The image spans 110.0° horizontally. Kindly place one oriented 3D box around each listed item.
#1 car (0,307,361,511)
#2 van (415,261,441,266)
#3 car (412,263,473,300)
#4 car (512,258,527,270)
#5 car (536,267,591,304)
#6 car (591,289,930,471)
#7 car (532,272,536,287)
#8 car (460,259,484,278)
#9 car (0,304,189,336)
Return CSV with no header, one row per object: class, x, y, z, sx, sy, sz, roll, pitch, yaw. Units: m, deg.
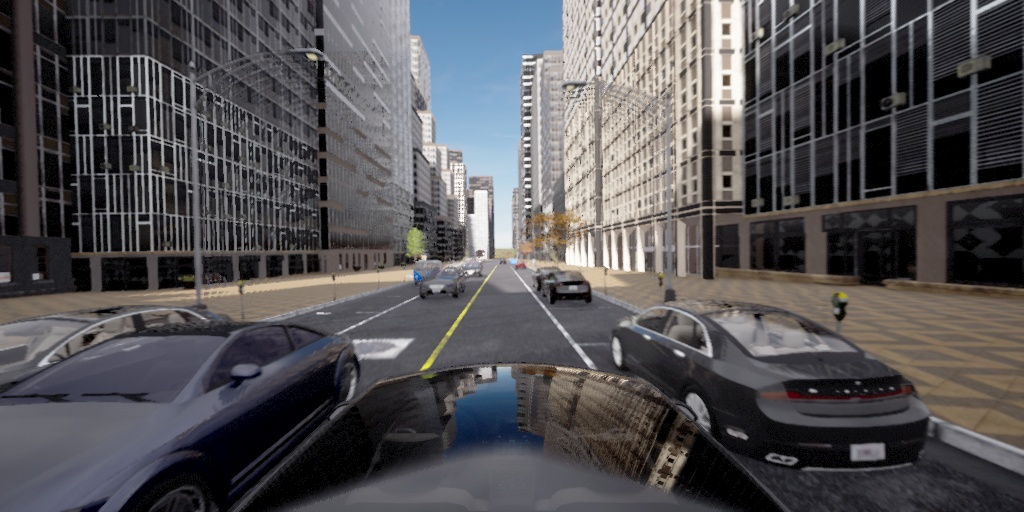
car,-3.093,1.368,3.373,1.994,1.385,4.181,-1,0,-1
van,-6.290,1.232,27.189,1.690,1.789,3.998,0,0,-1
car,-3.489,1.323,18.671,2.128,1.511,4.902,-1,0,-2
car,1.357,1.405,55.522,1.802,1.307,4.207,0,0,-1
car,2.378,1.294,16.160,1.948,1.339,4.313,0,0,-1
car,2.670,1.260,4.913,2.007,1.370,4.403,0,0,-1
car,2.232,1.305,21.783,1.948,1.339,4.313,0,0,-1
car,-3.854,1.359,35.834,2.128,1.511,4.902,-1,0,-1
car,-5.707,1.401,4.694,2.007,1.370,4.403,0,0,-1
